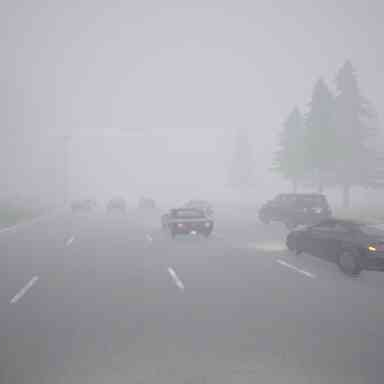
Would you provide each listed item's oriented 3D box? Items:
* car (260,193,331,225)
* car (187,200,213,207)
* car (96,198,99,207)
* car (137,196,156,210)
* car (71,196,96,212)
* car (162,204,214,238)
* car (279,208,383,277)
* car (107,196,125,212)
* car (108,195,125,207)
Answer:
[{"bbox_3d":[6.064,1.095,20.106,2.150,2.045,5.566,0,1,-12],"label":"car"},{"bbox_3d":[0.462,1.375,29.263,2.033,1.411,5.357,0,0,-12],"label":"car"},{"bbox_3d":[-13.885,1.282,45.465,1.812,1.442,4.674,0,0,-13],"label":"car"},{"bbox_3d":[-5.439,1.269,39.726,2.128,1.511,4.902,0,0,-13],"label":"car"},{"bbox_3d":[-11.726,1.411,35.742,1.895,1.301,4.718,0,0,-12],"label":"car"},{"bbox_3d":[-0.415,1.501,17.052,1.895,1.301,4.718,0,0,-12],"label":"car"},{"bbox_3d":[4.637,1.458,10.049,1.812,1.442,4.674,0,1,-12],"label":"car"},{"bbox_3d":[-8.224,1.403,36.115,1.895,1.301,4.718,0,0,-13],"label":"car"},{"bbox_3d":[-10.413,1.239,45.977,2.128,1.511,4.902,0,0,-13],"label":"car"}]
